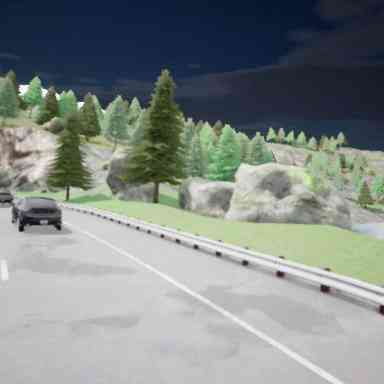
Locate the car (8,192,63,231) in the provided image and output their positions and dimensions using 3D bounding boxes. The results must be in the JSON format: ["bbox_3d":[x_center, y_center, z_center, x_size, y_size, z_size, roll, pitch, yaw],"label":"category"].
[{"bbox_3d":[-7.730,0.963,16.488,1.837,1.490,4.892,2,1,-33],"label":"car"}]

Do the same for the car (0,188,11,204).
[{"bbox_3d":[-16.940,0.374,29.083,2.128,1.511,4.902,2,1,-39],"label":"car"}]
